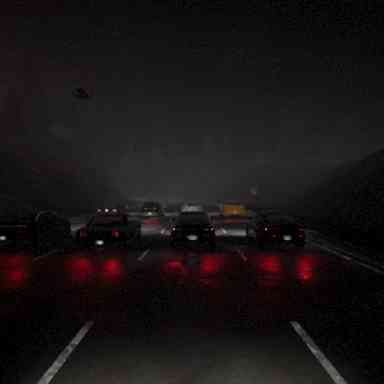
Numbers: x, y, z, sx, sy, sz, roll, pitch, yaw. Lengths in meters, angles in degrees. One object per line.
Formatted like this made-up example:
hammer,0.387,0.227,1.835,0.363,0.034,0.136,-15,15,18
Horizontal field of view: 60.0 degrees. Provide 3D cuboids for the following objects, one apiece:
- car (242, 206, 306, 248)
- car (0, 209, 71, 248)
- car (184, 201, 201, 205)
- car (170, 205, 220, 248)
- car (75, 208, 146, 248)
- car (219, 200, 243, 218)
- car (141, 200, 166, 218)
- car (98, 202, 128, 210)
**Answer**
car,3.555,1.530,14.637,1.812,1.442,4.674,0,0,0
car,-6.945,1.492,14.715,2.128,1.511,4.902,0,0,0
car,0.039,1.530,29.641,1.812,1.442,4.674,0,0,0
car,0.055,1.530,14.663,1.812,1.442,4.674,0,0,0
car,-3.445,1.613,14.719,1.895,1.301,4.718,0,0,0
car,3.539,1.482,29.659,1.882,1.535,5.008,0,0,0
car,-3.461,1.514,29.622,1.837,1.490,4.892,0,0,0
car,-6.961,1.560,29.603,2.033,1.411,5.357,0,0,0
